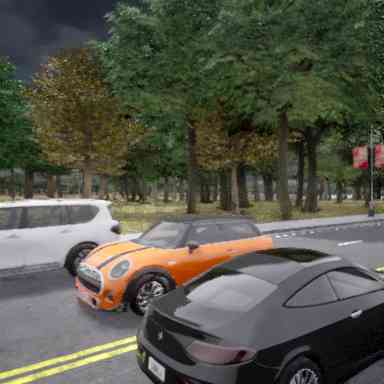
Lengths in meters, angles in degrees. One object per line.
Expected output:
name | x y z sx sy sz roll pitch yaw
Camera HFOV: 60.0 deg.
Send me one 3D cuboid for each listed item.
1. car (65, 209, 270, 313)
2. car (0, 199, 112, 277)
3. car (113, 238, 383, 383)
car | -0.187 1.342 7.546 4.553 1.767 2.097 0 0 -35
car | -4.539 1.219 8.433 5.566 2.045 2.150 0 0 -36
car | 1.532 1.516 4.537 4.674 1.442 1.812 0 0 -36
